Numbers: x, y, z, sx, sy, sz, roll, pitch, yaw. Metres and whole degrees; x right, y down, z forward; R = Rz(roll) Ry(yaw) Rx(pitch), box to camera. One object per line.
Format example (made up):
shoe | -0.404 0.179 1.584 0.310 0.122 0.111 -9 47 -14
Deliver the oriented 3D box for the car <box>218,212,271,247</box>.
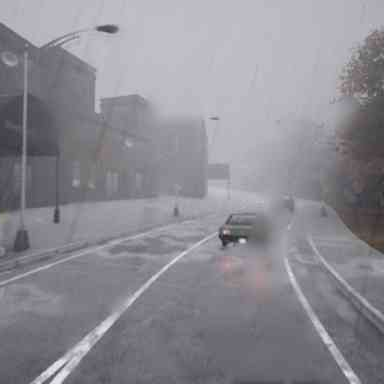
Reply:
car | 2.494 1.539 14.693 1.895 1.301 4.718 0 0 15

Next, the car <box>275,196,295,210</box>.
car | 10.226 1.189 36.632 1.837 1.490 4.892 0 1 19
